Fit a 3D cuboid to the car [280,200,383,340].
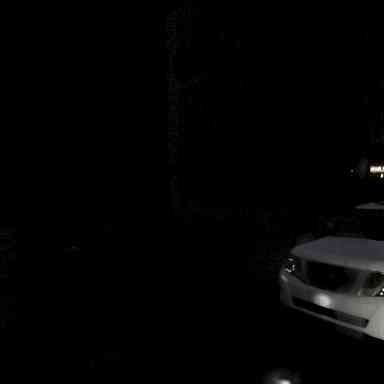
[{"bbox_3d":[4.111,1.181,6.297,5.566,2.045,2.150,0,0,-36],"label":"car"}]
